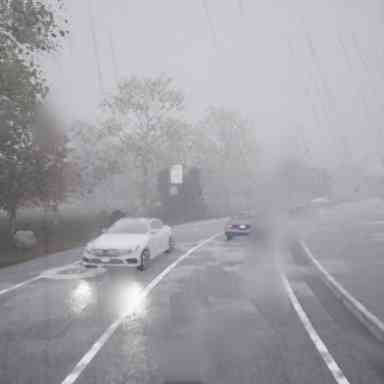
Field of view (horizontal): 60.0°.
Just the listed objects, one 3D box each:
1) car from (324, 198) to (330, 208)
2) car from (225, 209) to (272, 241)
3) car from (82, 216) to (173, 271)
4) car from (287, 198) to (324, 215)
[{"bbox_3d":[17.679,1.597,46.412,4.674,1.442,1.812,-2,-2,-45],"label":"car"},{"bbox_3d":[3.015,1.595,17.145,2.033,1.411,5.357,-1,-1,18],"label":"car"},{"bbox_3d":[-1.916,1.590,11.327,1.812,1.442,4.674,-1,-1,11],"label":"car"},{"bbox_3d":[11.453,1.578,34.075,2.033,1.411,5.357,-4,-2,36],"label":"car"}]
